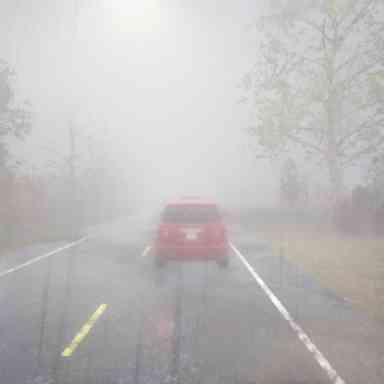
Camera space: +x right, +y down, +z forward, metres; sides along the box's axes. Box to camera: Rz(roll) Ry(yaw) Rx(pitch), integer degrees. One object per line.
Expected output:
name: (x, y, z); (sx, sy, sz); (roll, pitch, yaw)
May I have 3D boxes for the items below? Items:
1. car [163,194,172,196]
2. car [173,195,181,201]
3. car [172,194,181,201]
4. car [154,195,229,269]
car: (-4.268, 1.403, 58.311); (2.150, 2.045, 5.566); (0, 0, -4)
car: (-4.015, 1.656, 91.729); (2.033, 1.411, 5.357); (0, 0, 0)
car: (-3.853, 1.401, 84.290); (2.097, 1.767, 4.553); (0, 0, -2)
car: (0.015, 1.264, 11.478); (2.150, 2.045, 5.566); (0, 0, 1)
